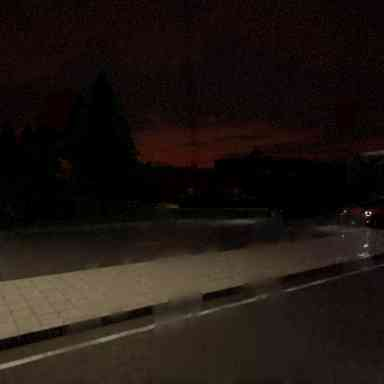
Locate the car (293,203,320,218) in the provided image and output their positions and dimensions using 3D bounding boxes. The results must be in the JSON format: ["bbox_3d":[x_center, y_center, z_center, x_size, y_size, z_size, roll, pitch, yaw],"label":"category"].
[{"bbox_3d":[10.504,1.131,25.484,5.357,1.411,2.033,0,0,-35],"label":"car"}]

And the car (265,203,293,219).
[{"bbox_3d":[8.448,1.608,28.316,4.718,1.301,1.895,0,0,-35],"label":"car"}]

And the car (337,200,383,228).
[{"bbox_3d":[11.924,1.327,22.206,4.553,1.767,2.097,0,0,-35],"label":"car"}]
